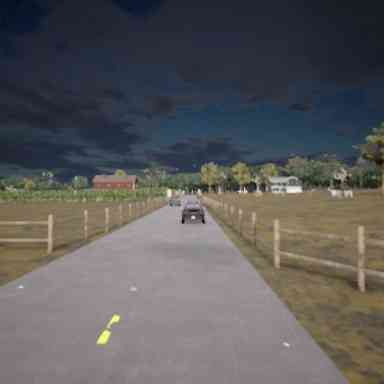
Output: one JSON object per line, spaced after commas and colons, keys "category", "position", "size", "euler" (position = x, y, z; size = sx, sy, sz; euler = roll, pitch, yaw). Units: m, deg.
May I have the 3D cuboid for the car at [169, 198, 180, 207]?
{"category": "car", "position": [-2.806, 1.754, 55.835], "size": [2.033, 1.411, 5.357], "euler": [0, 0, 1]}

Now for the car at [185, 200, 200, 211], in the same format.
{"category": "car", "position": [0.082, 1.761, 44.326], "size": [1.994, 1.385, 4.181], "euler": [0, 0, 0]}

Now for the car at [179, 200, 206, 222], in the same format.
{"category": "car", "position": [0.097, 1.658, 27.508], "size": [1.837, 1.490, 4.892], "euler": [0, 0, 0]}
